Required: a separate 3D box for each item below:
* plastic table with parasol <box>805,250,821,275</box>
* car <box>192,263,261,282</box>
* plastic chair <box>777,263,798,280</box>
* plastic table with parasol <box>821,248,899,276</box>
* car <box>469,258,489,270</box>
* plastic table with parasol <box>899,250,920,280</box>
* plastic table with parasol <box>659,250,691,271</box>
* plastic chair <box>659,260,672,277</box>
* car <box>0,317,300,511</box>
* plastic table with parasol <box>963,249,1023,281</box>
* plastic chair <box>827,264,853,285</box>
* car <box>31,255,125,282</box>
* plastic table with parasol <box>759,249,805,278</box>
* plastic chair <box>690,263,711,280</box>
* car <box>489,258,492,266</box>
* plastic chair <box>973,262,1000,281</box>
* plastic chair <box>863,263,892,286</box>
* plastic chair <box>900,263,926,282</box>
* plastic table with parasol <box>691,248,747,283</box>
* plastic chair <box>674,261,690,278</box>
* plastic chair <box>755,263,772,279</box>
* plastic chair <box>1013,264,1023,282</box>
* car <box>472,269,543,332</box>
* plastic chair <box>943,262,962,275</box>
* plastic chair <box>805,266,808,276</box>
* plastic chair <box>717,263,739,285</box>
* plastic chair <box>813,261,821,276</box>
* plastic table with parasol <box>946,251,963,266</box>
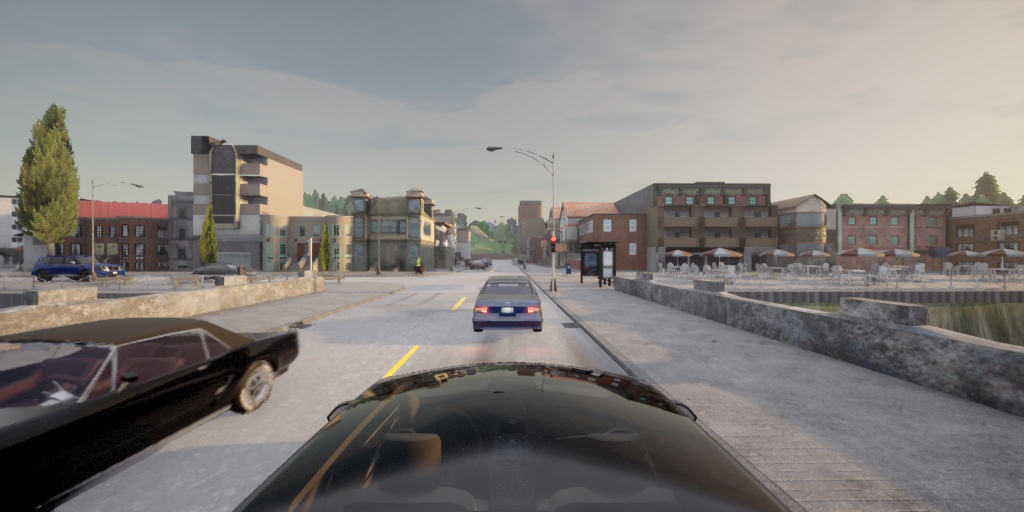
[{"bbox_3d":[29.684,0.675,35.268,2.482,2.480,2.482,0,0,-1],"label":"plastic table with parasol"},{"bbox_3d":[-22.625,1.275,28.453,4.674,1.442,1.812,0,0,-1],"label":"car"},{"bbox_3d":[22.348,1.279,29.085,0.750,1.272,0.730,0,0,-1],"label":"plastic chair"},{"bbox_3d":[23.422,0.675,24.251,2.482,2.480,2.482,0,0,-1],"label":"plastic table with parasol"},{"bbox_3d":[-4.912,1.275,52.433,1.812,1.442,4.674,0,0,1],"label":"car"},{"bbox_3d":[30.073,0.675,28.183,2.482,2.480,2.482,0,0,-1],"label":"plastic table with parasol"},{"bbox_3d":[15.402,0.675,33.359,2.482,2.480,2.482,0,0,-1],"label":"plastic table with parasol"},{"bbox_3d":[14.180,1.279,33.460,0.730,1.272,0.750,0,0,-1],"label":"plastic chair"},{"bbox_3d":[-4.156,1.351,3.258,1.895,1.301,4.718,0,0,-1],"label":"car"},{"bbox_3d":[37.367,0.675,27.325,2.482,2.480,2.482,0,0,-1],"label":"plastic table with parasol"},{"bbox_3d":[22.222,1.279,24.282,0.730,1.272,0.750,0,0,-1],"label":"plastic chair"},{"bbox_3d":[-34.085,0.971,28.262,5.566,2.045,2.150,0,0,-1],"label":"car"},{"bbox_3d":[22.427,0.675,30.436,2.482,2.480,2.482,0,0,-1],"label":"plastic table with parasol"},{"bbox_3d":[13.500,1.279,25.649,0.730,1.272,0.750,0,0,-1],"label":"plastic chair"},{"bbox_3d":[-5.036,1.227,61.954,1.882,1.535,5.008,0,0,0],"label":"car"},{"bbox_3d":[36.238,1.279,27.395,0.730,1.272,0.750,0,0,-1],"label":"plastic chair"},{"bbox_3d":[23.343,1.279,22.899,0.750,1.272,0.730,0,0,-1],"label":"plastic chair"},{"bbox_3d":[30.082,1.279,26.903,0.750,1.272,0.730,0,0,-1],"label":"plastic chair"},{"bbox_3d":[14.772,0.675,25.528,2.482,2.480,2.482,0,0,-1],"label":"plastic table with parasol"},{"bbox_3d":[15.301,1.279,32.077,0.750,1.272,0.730,0,0,-1],"label":"plastic chair"},{"bbox_3d":[21.227,1.279,30.468,0.730,1.272,0.750,0,0,-1],"label":"plastic chair"},{"bbox_3d":[37.397,1.279,26.015,0.750,1.272,0.730,0,0,-1],"label":"plastic chair"},{"bbox_3d":[-0.113,1.297,10.810,2.033,1.411,5.357,0,0,0],"label":"car"},{"bbox_3d":[44.935,1.279,36.632,0.730,1.272,0.750,0,0,-1],"label":"plastic chair"},{"bbox_3d":[28.254,1.279,35.276,0.730,1.272,0.750,0,0,-1],"label":"plastic chair"},{"bbox_3d":[14.621,1.279,24.266,0.750,1.272,0.730,0,0,-1],"label":"plastic chair"},{"bbox_3d":[29.375,1.279,33.893,0.750,1.272,0.730,0,0,-1],"label":"plastic chair"},{"bbox_3d":[46.137,0.675,36.530,2.482,2.480,2.482,0,0,-1],"label":"plastic table with parasol"}]
